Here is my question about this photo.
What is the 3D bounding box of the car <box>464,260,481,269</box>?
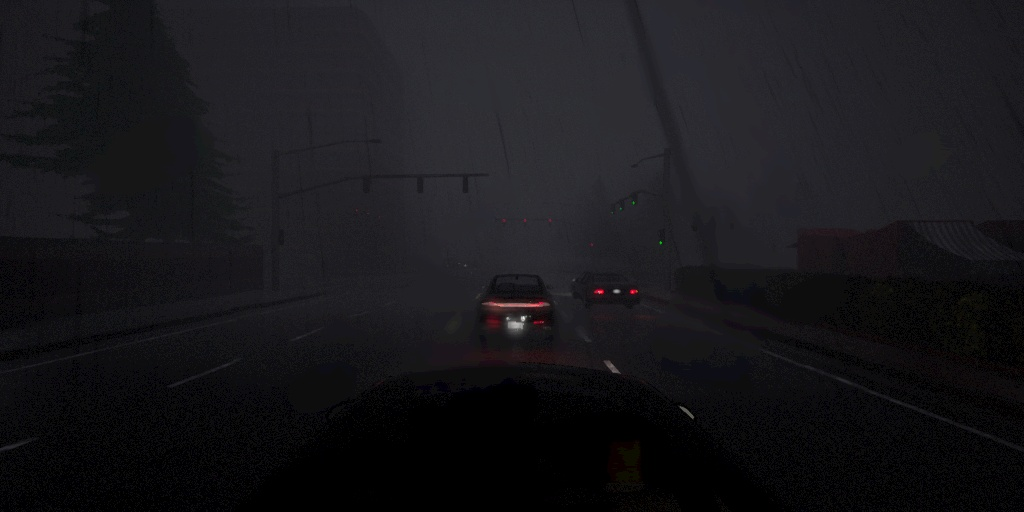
[{"bbox_3d":[-6.281,1.304,56.180,1.994,1.385,4.181,0,0,-22],"label":"car"}]

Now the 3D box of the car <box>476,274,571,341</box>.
[{"bbox_3d":[0.134,1.240,9.873,2.128,1.511,4.902,0,0,1],"label":"car"}]

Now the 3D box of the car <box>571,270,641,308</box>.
[{"bbox_3d":[3.707,1.294,15.050,2.033,1.411,5.357,0,0,1],"label":"car"}]

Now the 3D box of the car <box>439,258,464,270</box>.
[{"bbox_3d":[-9.056,1.093,53.611,2.097,1.767,4.553,0,0,-21],"label":"car"}]
